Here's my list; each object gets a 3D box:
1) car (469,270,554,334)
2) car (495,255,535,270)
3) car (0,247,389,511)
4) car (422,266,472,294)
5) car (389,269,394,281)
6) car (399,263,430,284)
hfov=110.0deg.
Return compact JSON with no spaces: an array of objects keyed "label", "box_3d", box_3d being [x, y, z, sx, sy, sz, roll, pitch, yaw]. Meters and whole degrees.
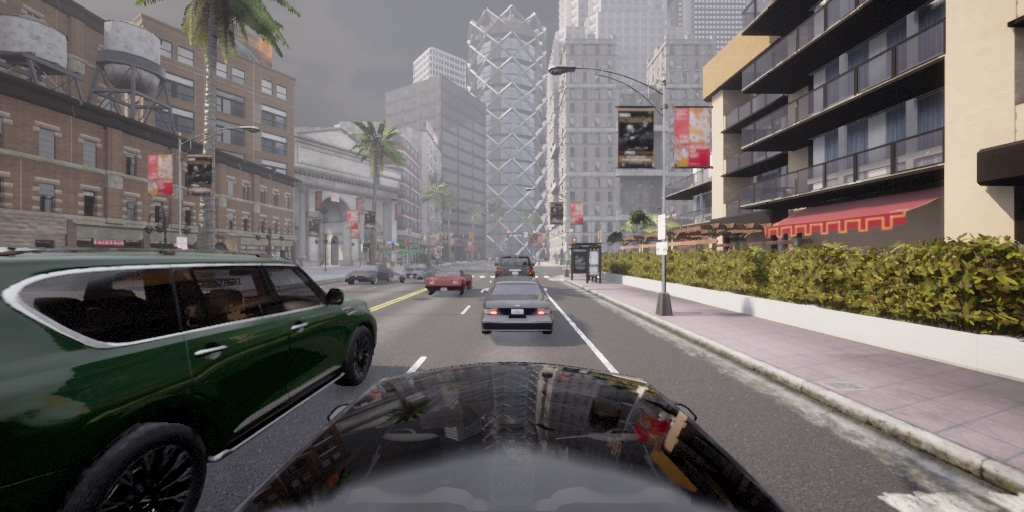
[{"label":"car","box_3d":[0.129,1.297,10.568,2.033,1.411,5.357,0,0,0]},{"label":"car","box_3d":[0.166,0.971,20.820,2.150,2.045,5.566,0,0,0]},{"label":"car","box_3d":[-3.352,0.970,3.775,2.150,2.045,5.566,0,0,-1]},{"label":"car","box_3d":[-3.335,1.350,19.902,1.895,1.301,4.718,0,0,0]},{"label":"car","box_3d":[-10.410,1.318,26.678,2.033,1.411,5.357,0,0,0]},{"label":"car","box_3d":[-6.910,1.221,26.664,1.994,1.385,4.181,0,0,0]}]
